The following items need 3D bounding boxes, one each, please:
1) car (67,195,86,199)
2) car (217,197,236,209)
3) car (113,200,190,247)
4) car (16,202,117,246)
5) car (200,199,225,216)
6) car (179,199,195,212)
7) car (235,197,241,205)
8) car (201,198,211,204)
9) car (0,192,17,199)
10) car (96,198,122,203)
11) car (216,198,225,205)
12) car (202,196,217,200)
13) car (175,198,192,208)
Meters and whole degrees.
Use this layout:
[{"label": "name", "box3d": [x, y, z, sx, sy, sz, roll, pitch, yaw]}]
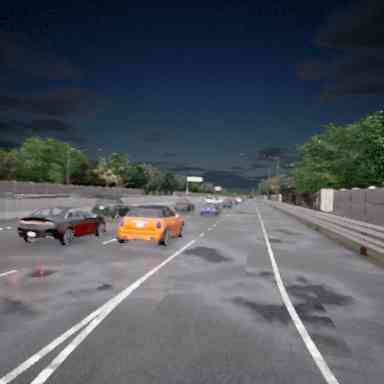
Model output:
[{"label": "car", "box3d": [-16.951, 1.226, 49.219, 2.033, 1.411, 5.357, 2, 0, 11]}, {"label": "car", "box3d": [6.062, 2.157, 58.294, 2.033, 1.411, 5.357, 2, 0, 10]}, {"label": "car", "box3d": [-1.737, 1.390, 15.645, 2.097, 1.767, 4.553, 2, 0, 11]}, {"label": "car", "box3d": [-5.481, 1.383, 14.665, 2.128, 1.511, 4.902, 2, 0, 11]}, {"label": "car", "box3d": [2.120, 1.863, 36.563, 2.033, 1.411, 5.357, 2, 0, 10]}, {"label": "car", "box3d": [-0.859, 1.715, 39.726, 2.128, 1.511, 4.902, 2, 0, 10]}, {"label": "car", "box3d": [10.559, 2.499, 83.420, 2.128, 1.511, 4.902, 2, 0, 10]}, {"label": "car", "box3d": [3.682, 2.223, 84.701, 1.837, 1.490, 4.892, 2, 0, 10]}, {"label": "car", "box3d": [-19.823, 0.824, 33.668, 2.097, 1.767, 4.553, 2, 0, 11]}, {"label": "car", "box3d": [-6.601, 1.284, 27.782, 2.097, 1.767, 4.553, 2, 0, 10]}, {"label": "car", "box3d": [7.268, 2.385, 84.889, 1.812, 1.442, 4.674, 2, 0, 10]}, {"label": "car", "box3d": [3.549, 1.777, 64.010, 2.150, 2.045, 5.566, 2, 0, 10]}, {"label": "car", "box3d": [-1.418, 1.838, 56.235, 1.812, 1.442, 4.674, 2, 0, 10]}]
